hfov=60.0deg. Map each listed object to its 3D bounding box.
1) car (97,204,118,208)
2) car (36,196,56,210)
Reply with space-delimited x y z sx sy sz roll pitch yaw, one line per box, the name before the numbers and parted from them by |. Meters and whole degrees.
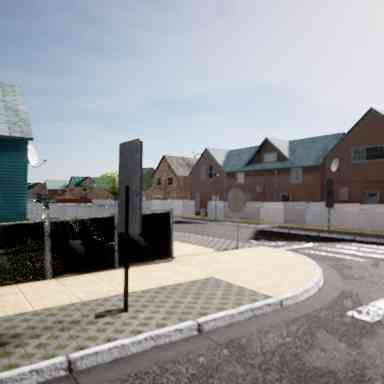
car | -7.693 1.825 30.829 1.994 1.385 4.181 1 -1 -35
car | -23.113 1.714 52.603 2.150 2.045 5.566 1 -1 -35
